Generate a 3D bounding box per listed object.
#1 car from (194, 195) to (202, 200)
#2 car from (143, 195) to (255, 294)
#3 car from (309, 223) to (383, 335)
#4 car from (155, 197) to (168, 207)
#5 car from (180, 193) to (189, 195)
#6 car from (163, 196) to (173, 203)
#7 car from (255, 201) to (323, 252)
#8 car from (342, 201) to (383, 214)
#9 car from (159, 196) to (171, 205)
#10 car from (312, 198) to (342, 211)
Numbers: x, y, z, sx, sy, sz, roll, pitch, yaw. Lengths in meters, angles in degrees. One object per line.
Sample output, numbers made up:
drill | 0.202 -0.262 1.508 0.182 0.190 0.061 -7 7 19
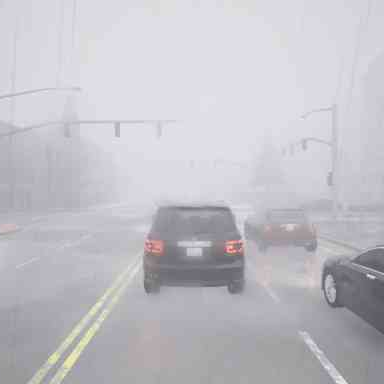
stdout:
car | 1.475 1.552 90.326 1.994 1.385 4.181 0 0 -1
car | 0.055 1.221 8.945 2.150 2.045 5.566 0 0 0
car | 3.607 1.505 5.042 1.837 1.490 4.892 0 0 0
car | -4.696 1.526 51.903 1.812 1.442 4.674 0 0 -1
car | -1.783 1.496 80.180 1.837 1.490 4.892 0 0 -1
car | -5.068 1.552 71.174 1.994 1.385 4.181 0 0 -1
car | 3.537 1.352 14.123 2.097 1.767 4.553 0 0 0
car | 18.490 1.601 34.129 4.718 1.301 1.895 0 0 -2
car | -4.895 1.477 61.293 1.882 1.535 5.008 0 0 -1
car | 14.441 1.505 37.522 4.892 1.490 1.837 0 0 -2
